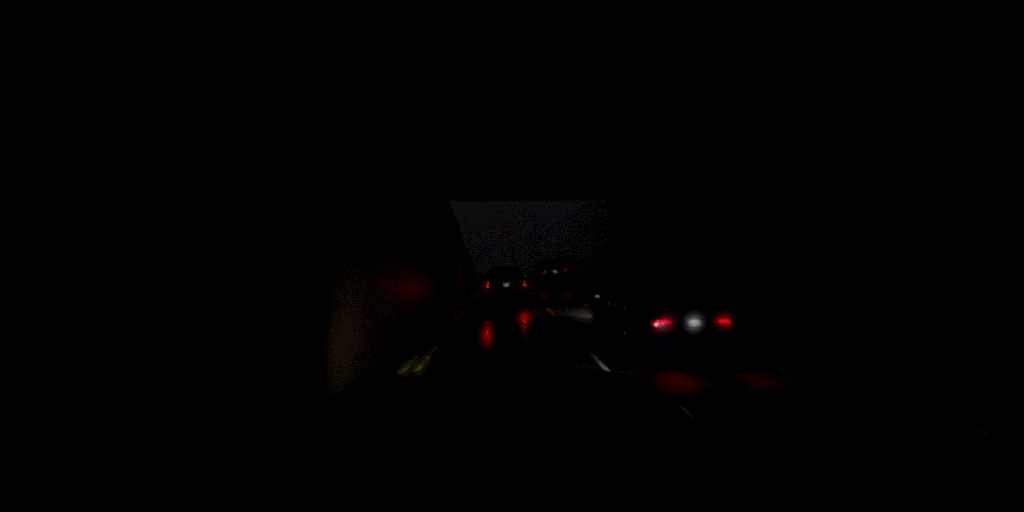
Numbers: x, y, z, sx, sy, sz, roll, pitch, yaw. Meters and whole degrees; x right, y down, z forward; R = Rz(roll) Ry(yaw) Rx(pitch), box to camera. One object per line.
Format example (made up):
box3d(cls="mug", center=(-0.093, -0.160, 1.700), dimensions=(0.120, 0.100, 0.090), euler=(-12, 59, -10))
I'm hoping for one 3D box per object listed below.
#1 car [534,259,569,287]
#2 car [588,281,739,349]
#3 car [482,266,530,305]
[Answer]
box3d(cls="car", center=(2.952, 1.249, 27.532), dimensions=(2.150, 2.045, 5.566), euler=(0, -1, -2))
box3d(cls="car", center=(3.428, 1.356, 9.315), dimensions=(2.033, 1.411, 5.357), euler=(0, -1, -1))
box3d(cls="car", center=(-0.292, 1.291, 17.449), dimensions=(2.097, 1.767, 4.553), euler=(0, -1, -1))
